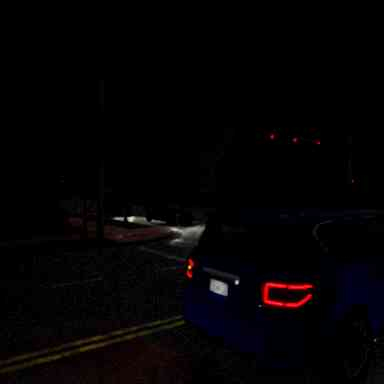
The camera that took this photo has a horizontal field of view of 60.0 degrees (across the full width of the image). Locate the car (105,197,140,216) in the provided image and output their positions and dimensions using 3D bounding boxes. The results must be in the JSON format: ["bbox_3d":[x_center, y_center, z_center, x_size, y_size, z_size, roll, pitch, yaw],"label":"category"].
[{"bbox_3d":[-7.452,1.527,32.839,2.128,1.511,4.902,0,0,-35],"label":"car"}]

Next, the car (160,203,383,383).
[{"bbox_3d":[2.440,1.237,5.573,5.566,2.045,2.150,0,0,-38],"label":"car"}]

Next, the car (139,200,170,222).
[{"bbox_3d":[-1.759,1.515,24.653,1.882,1.535,5.008,0,0,-35],"label":"car"}]

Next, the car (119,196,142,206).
[{"bbox_3d":[-10.316,1.545,55.622,1.882,1.535,5.008,0,0,-35],"label":"car"}]
